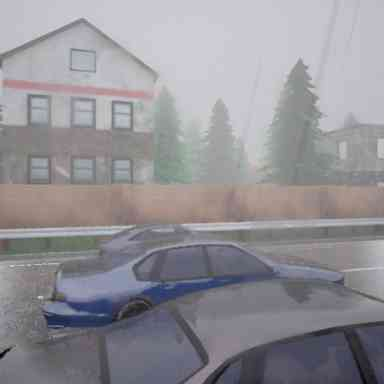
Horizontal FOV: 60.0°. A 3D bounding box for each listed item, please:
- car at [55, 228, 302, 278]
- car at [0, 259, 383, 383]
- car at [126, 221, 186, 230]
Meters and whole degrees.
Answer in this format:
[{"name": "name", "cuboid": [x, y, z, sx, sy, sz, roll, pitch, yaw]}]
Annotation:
[{"name": "car", "cuboid": [0.177, 1.546, 6.217, 5.357, 1.411, 2.033, 0, 0, -17]}, {"name": "car", "cuboid": [1.021, 1.546, 2.815, 5.357, 1.411, 2.033, 0, 0, -17]}, {"name": "car", "cuboid": [-0.636, 1.562, 9.630, 4.181, 1.385, 1.994, 0, 0, -17]}]
